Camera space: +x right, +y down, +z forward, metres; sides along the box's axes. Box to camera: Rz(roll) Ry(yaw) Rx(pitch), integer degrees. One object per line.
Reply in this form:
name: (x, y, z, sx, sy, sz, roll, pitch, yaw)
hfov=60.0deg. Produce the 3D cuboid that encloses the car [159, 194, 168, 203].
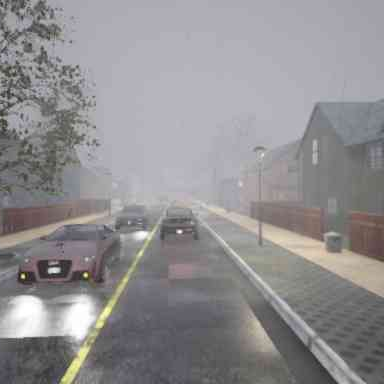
car: (-6.292, 1.442, 75.085, 2.150, 2.045, 5.566, -1, 0, -3)

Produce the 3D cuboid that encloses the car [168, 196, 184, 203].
car: (-2.121, 1.631, 47.603, 1.882, 1.535, 5.008, -1, -1, -3)

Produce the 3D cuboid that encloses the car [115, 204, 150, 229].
car: (-3.843, 1.606, 22.122, 1.837, 1.490, 4.892, -1, 0, -3)

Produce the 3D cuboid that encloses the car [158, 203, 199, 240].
car: (-0.687, 1.560, 17.580, 1.837, 1.490, 4.892, -1, 0, -3)

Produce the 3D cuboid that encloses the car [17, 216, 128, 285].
car: (-3.257, 1.624, 9.633, 1.994, 1.385, 4.181, -1, 0, -3)
